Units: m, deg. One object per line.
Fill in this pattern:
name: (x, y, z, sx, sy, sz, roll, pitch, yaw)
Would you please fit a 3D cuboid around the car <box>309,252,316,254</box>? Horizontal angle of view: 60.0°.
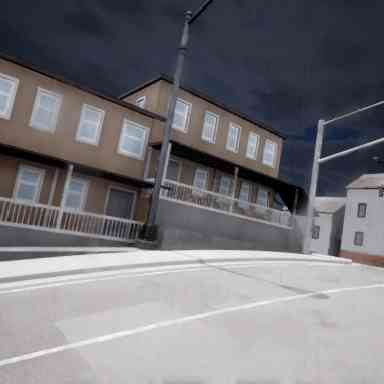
car: (10.836, 6.154, 30.235, 1.895, 1.301, 4.718, 14, -17, -34)
